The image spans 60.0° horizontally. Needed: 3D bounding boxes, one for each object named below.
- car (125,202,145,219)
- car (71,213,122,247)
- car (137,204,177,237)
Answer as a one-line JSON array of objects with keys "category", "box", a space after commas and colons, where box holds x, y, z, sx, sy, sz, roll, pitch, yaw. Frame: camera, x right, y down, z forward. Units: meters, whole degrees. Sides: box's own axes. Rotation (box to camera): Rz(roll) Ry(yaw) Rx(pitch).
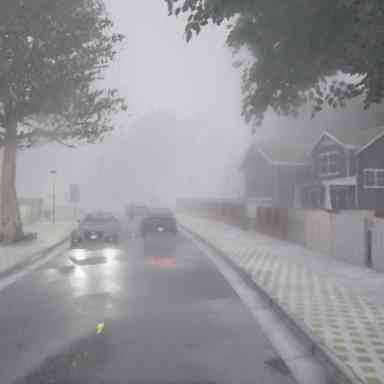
[{"category": "car", "box": [-5.220, 1.725, 31.568, 2.128, 1.511, 4.902, 0, 0, -17]}, {"category": "car", "box": [-4.385, 1.685, 15.706, 1.994, 1.385, 4.181, 0, 0, -10]}, {"category": "car", "box": [-2.003, 1.653, 19.042, 1.837, 1.490, 4.892, 0, -1, -10]}]
